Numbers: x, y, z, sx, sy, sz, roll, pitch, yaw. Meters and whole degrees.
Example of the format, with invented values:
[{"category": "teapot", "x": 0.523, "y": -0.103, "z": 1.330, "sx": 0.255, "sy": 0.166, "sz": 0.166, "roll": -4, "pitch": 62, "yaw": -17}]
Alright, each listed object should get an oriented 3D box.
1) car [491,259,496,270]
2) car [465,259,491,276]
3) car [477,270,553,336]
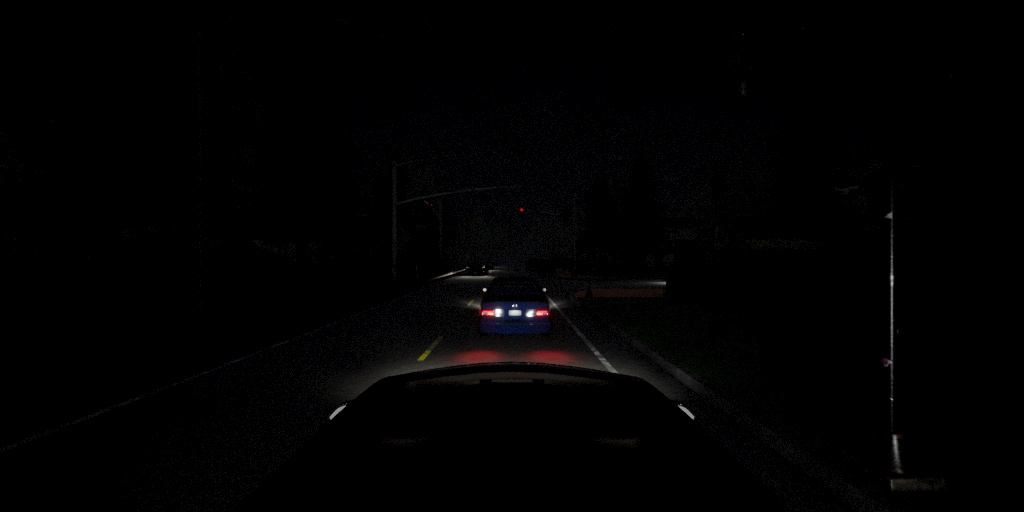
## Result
[{"category": "car", "x": -3.621, "y": 1.275, "z": 51.684, "sx": 1.812, "sy": 1.442, "sz": 4.674, "roll": 0, "pitch": 0, "yaw": 0}, {"category": "car", "x": -3.619, "y": 1.102, "z": 37.605, "sx": 2.097, "sy": 1.767, "sz": 4.553, "roll": 0, "pitch": 0, "yaw": 0}, {"category": "car", "x": 0.075, "y": 1.297, "z": 10.393, "sx": 2.033, "sy": 1.411, "sz": 5.357, "roll": 0, "pitch": 0, "yaw": 0}]
